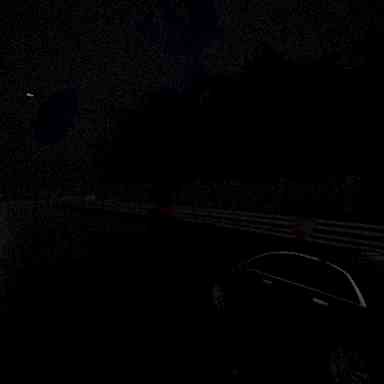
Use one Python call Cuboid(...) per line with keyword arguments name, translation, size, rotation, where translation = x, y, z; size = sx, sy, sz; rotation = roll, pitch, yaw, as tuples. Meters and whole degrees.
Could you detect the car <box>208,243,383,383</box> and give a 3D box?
Cuboid(name="car", translation=(1.942, 1.575, 5.205), size=(1.837, 1.490, 4.892), rotation=(2, -1, -24))
